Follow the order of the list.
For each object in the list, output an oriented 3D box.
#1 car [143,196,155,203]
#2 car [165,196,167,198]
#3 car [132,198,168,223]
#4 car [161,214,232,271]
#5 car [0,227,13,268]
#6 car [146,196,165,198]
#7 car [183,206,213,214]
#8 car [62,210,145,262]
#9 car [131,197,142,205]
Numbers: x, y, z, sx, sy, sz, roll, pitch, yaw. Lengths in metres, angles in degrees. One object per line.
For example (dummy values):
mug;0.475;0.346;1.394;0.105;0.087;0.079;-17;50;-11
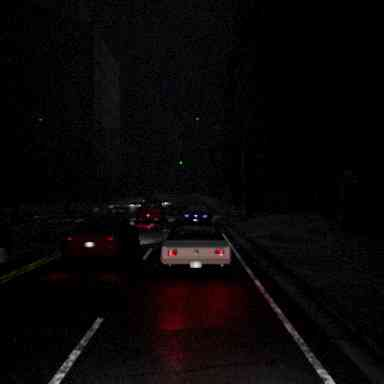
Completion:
car;-9.723;1.655;75.526;2.033;1.411;5.357;0;0;0
car;-6.473;1.641;75.461;2.128;1.511;4.902;0;0;0
car;-3.134;1.517;26.188;1.882;1.535;5.008;0;0;0
car;0.107;1.617;10.920;1.895;1.301;4.718;0;0;0
car;-6.586;1.518;8.589;1.837;1.490;4.892;0;0;0
car;-6.518;1.639;59.960;2.033;1.411;5.357;0;0;1
car;0.560;1.638;24.466;1.895;1.301;4.718;0;0;7
car;-3.146;1.583;12.217;1.994;1.385;4.181;0;0;0
car;-9.770;1.618;60.056;1.812;1.442;4.674;0;0;1
